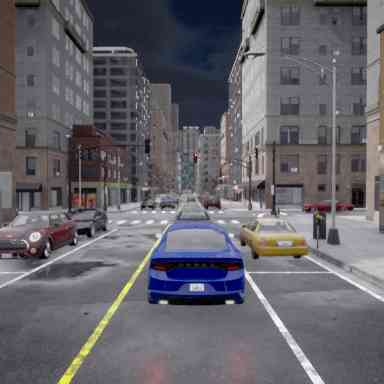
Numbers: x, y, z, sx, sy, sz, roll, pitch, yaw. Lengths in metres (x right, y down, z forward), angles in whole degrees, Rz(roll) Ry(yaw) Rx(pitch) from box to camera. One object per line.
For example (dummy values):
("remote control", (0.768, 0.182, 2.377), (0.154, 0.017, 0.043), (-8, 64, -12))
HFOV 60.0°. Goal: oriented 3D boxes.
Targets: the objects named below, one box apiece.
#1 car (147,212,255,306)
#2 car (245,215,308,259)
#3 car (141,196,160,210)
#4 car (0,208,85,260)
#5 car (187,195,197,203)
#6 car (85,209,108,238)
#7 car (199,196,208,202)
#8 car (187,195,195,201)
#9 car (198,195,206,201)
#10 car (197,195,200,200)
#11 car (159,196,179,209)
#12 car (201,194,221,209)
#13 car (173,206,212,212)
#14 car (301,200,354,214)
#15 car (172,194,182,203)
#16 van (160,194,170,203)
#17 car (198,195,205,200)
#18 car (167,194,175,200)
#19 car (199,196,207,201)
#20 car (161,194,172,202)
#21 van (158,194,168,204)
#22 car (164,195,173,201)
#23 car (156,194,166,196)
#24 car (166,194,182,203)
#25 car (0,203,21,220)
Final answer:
("car", (0.079, 1.478, 8.152), (1.882, 1.535, 5.008), (0, 0, 0))
("car", (2.821, 1.527, 12.419), (1.752, 1.417, 4.829), (-1, 0, 0))
("car", (-5.773, 1.600, 44.599), (1.947, 1.339, 4.313), (-1, 0, 0))
("car", (-5.704, 1.441, 12.230), (1.967, 1.590, 4.097), (-1, 0, 0))
("car", (-0.159, 1.577, 74.045), (2.128, 1.511, 4.902), (0, 0, 0))
("car", (-5.715, 1.570, 17.726), (1.947, 1.339, 4.313), (-1, 0, 0))
("car", (2.688, 1.587, 78.303), (1.752, 1.417, 4.829), (-1, 0, 0))
("car", (-0.182, 1.534, 84.497), (1.895, 1.301, 4.718), (0, 0, 0))
("car", (2.668, 1.633, 89.304), (1.947, 1.339, 4.313), (-1, 0, 0))
("car", (2.707, 1.370, 66.961), (2.192, 1.841, 5.009), (-1, 0, 0))
("car", (-3.193, 1.582, 45.347), (2.033, 1.411, 5.357), (0, 0, 0))
("car", (2.750, 1.349, 44.617), (2.192, 1.841, 5.009), (-1, 0, 0))
("car", (0.063, 1.605, 17.515), (1.895, 1.301, 4.718), (0, 0, 0))
("car", (13.289, 1.457, 32.882), (4.718, 1.301, 1.895), (-1, 1, -1))
("car", (-3.154, 1.409, 71.387), (2.097, 1.767, 4.553), (0, 0, 0))
("van", (-5.835, 1.400, 72.529), (1.690, 1.788, 3.998), (-1, 0, 0))
("car", (2.657, 1.621, 94.890), (2.008, 1.369, 4.403), (-1, 0, 0))
("car", (-5.882, 1.510, 94.871), (1.967, 1.590, 4.097), (-1, 0, 0))
("car", (2.678, 1.631, 83.718), (1.947, 1.339, 4.313), (-1, 0, 0))
("car", (-5.847, 1.377, 78.115), (2.192, 1.841, 5.009), (-1, 0, 0))
("van", (-5.823, 1.396, 66.943), (1.690, 1.788, 3.998), (-1, 0, 0))
("car", (-5.858, 1.505, 83.700), (1.967, 1.590, 4.097), (-1, 0, 0))
("car", (-5.797, 1.571, 55.601), (1.752, 1.417, 4.829), (-1, 0, 0))
("car", (-3.204, 1.552, 57.951), (1.837, 1.490, 4.892), (0, 0, 0))
("car", (-17.771, 1.747, 29.516), (4.181, 1.385, 1.994), (0, 1, 0))
